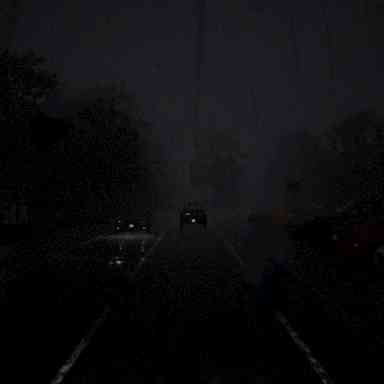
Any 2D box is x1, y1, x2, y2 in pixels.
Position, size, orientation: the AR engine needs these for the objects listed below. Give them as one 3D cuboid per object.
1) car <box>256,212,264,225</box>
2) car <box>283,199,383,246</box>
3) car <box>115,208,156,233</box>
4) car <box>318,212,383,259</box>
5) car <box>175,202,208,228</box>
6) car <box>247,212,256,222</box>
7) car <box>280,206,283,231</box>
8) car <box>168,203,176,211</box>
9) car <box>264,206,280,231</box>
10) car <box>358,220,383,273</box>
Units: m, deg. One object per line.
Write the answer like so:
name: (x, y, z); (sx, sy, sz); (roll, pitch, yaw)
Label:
car: (7.082, 1.628, 22.227); (4.892, 1.521, 2.231); (0, -1, 0)
car: (7.046, 1.305, 13.908); (5.566, 2.045, 2.435); (0, 0, 0)
car: (-3.355, 1.704, 20.349); (1.994, 1.385, 4.181); (0, -1, 0)
car: (7.103, 1.571, 11.130); (4.792, 1.488, 2.163); (0, 0, 0)
car: (0.093, 1.685, 24.040); (2.128, 1.511, 4.902); (0, -1, 0)
car: (6.891, 1.662, 24.995); (5.366, 1.575, 1.946); (0, -1, 0)
car: (7.106, 1.449, 16.679); (4.553, 1.767, 2.185); (0, 0, 0)
car: (-3.306, 2.824, 61.560); (2.128, 1.511, 4.902); (0, -2, 1)
car: (7.082, 1.596, 19.455); (5.008, 1.535, 2.097); (0, 0, 0)
car: (7.076, 1.567, 8.354); (4.674, 1.452, 2.002); (0, 0, 0)
